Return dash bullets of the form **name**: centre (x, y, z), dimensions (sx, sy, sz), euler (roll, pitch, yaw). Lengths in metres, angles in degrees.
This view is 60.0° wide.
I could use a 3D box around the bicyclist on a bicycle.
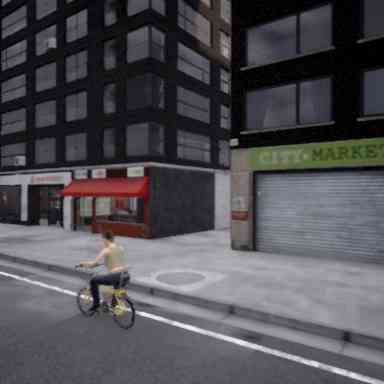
- **bicyclist on a bicycle**: centre (-1.522, 1.462, 5.772), dimensions (1.509, 1.612, 0.866), euler (0, 0, 35)
